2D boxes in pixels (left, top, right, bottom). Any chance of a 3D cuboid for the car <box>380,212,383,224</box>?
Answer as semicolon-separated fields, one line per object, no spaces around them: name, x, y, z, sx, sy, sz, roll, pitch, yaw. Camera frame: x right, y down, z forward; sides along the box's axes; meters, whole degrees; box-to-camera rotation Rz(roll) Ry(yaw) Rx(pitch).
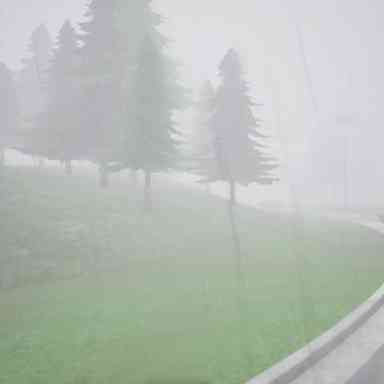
car;14.273;1.601;22.376;1.812;1.442;4.674;0;0;12

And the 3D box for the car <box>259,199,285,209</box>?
car;11.620;1.722;48.727;2.128;1.511;4.902;0;0;-19
